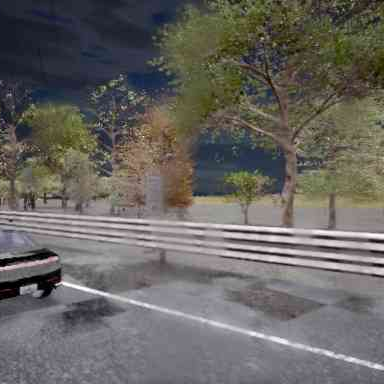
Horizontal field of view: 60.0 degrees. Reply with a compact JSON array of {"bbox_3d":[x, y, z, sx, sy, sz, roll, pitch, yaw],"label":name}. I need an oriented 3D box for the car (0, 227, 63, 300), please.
[{"bbox_3d":[-4.877,1.540,7.393,4.902,1.511,2.128,0,0,36],"label":"car"}]
